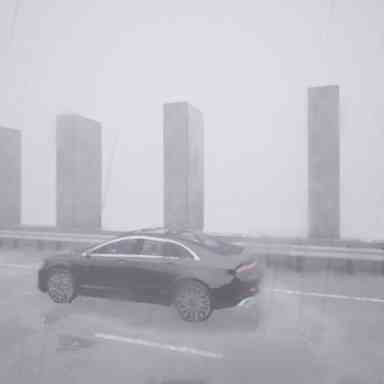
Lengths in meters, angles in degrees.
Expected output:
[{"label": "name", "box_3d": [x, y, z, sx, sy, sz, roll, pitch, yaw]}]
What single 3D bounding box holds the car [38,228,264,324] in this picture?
[{"label": "car", "box_3d": [-0.977, 1.544, 7.072, 4.902, 1.511, 2.128, 0, 0, 21]}]
